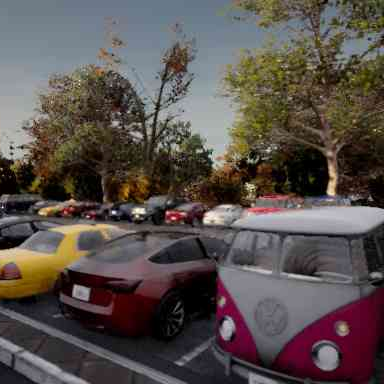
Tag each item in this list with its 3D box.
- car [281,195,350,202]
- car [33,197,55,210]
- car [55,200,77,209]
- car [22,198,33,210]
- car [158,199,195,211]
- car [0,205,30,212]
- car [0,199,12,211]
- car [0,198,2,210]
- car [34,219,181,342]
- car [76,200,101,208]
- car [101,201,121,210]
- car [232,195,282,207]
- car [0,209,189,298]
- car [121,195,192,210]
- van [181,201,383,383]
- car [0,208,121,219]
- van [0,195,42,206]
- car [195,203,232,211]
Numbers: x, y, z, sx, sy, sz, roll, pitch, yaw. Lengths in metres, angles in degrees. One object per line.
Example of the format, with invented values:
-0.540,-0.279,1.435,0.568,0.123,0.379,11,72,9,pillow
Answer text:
7.008,1.216,17.521,2.435,2.045,5.566,0,0,35,car
-11.135,1.484,30.239,1.946,1.575,5.366,0,0,35,car
-8.761,1.481,28.770,2.097,1.535,5.008,0,0,35,car
-13.298,1.533,32.004,2.002,1.452,4.674,0,0,35,car
0.316,1.464,22.312,2.097,1.535,5.008,0,0,35,car
-9.412,1.495,13.152,2.163,1.488,4.792,0,0,35,car
-24.629,1.579,40.090,2.002,1.452,4.674,0,0,36,car
-26.895,1.555,41.712,2.097,1.535,5.008,-1,0,36,car
-0.244,1.497,6.700,2.163,1.488,4.792,0,0,35,car
-6.506,1.505,27.136,2.163,1.488,4.792,0,0,35,car
-4.203,1.500,25.569,2.163,1.488,4.792,0,0,35,car
4.839,1.213,19.064,2.435,2.045,5.566,0,0,35,car
-2.437,1.461,8.452,1.946,1.575,5.366,0,0,35,car
-1.968,1.215,23.909,2.435,2.045,5.566,0,0,35,car
1.956,1.245,4.955,1.878,1.987,4.442,0,0,35,van
-4.829,1.462,9.920,2.097,1.535,5.008,0,0,35,car
-17.768,1.279,35.334,1.878,1.987,4.442,0,0,36,van
2.485,1.503,20.771,2.002,1.452,4.674,0,0,35,car
